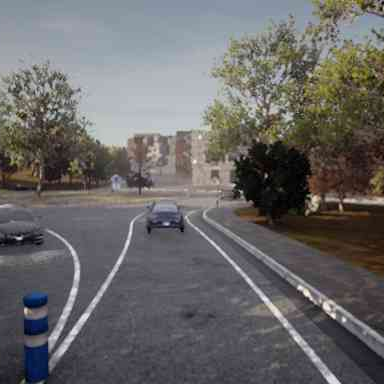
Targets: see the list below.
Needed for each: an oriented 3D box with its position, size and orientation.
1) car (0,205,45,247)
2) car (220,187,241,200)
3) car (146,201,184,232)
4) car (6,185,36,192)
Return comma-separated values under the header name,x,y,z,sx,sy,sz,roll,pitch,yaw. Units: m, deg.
name,x,y,z,sx,sy,sz,roll,pitch,yaw
car,-7.434,1.335,13.747,1.837,1.490,4.892,-1,2,-34
car,4.664,0.121,39.712,2.128,1.511,4.902,1,3,17
car,-1.426,1.186,17.655,1.812,1.442,4.674,0,2,-6
car,-30.992,-0.698,60.210,1.895,1.301,4.718,3,3,45
